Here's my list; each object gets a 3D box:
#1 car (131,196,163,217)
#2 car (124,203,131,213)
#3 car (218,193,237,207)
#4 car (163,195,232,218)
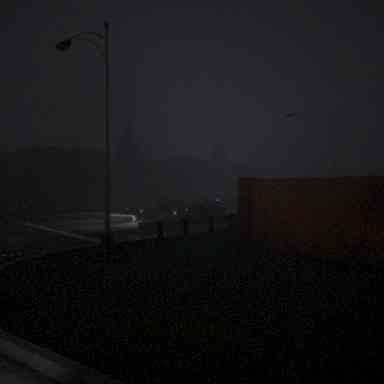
[{"bbox_3d":[-2.210,1.203,27.673,4.902,1.511,2.128,-1,1,-45],"label":"car"},{"bbox_3d":[-3.977,1.184,30.848,4.892,1.490,1.837,-1,1,-45],"label":"car"},{"bbox_3d":[3.678,0.952,38.428,4.553,1.767,2.097,0,0,-45],"label":"car"},{"bbox_3d":[0.514,1.224,25.445,4.902,1.511,2.128,-1,1,-45],"label":"car"}]
